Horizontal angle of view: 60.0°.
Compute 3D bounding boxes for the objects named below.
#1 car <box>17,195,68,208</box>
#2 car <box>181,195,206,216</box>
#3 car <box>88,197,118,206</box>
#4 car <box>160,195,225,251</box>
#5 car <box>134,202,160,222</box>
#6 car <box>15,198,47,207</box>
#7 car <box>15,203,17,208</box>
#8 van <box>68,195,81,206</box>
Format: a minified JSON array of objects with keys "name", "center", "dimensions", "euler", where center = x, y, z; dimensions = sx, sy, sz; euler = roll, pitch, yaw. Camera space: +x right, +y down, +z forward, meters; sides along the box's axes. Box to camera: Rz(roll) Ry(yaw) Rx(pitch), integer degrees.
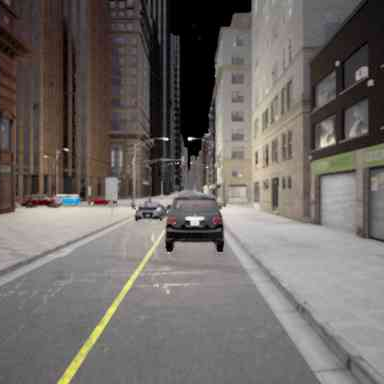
[{"name":"car","center":[-19.630,1.268,43.740],"dimensions":[5.009,1.841,2.192],"euler":[-1,1,0]},{"name":"car","center":[0.105,1.178,30.619],"dimensions":[2.097,1.767,4.553],"euler":[0,0,0]},{"name":"car","center":[-13.982,1.422,52.248],"dimensions":[4.507,1.381,1.887],"euler":[-1,1,0]},{"name":"car","center":[0.102,1.137,13.865],"dimensions":[2.150,2.045,5.566],"euler":[0,0,0]},{"name":"car","center":[-3.013,1.423,24.715],"dimensions":[1.994,1.385,4.181],"euler":[0,0,1]},{"name":"car","center":[-25.230,1.594,52.290],"dimensions":[4.206,1.307,1.802],"euler":[-1,1,0]},{"name":"car","center":[-25.082,1.544,43.763],"dimensions":[4.829,1.417,1.752],"euler":[-1,1,0]},{"name":"van","center":[-19.609,1.286,52.266],"dimensions":[3.998,1.788,1.690],"euler":[-1,1,0]}]
